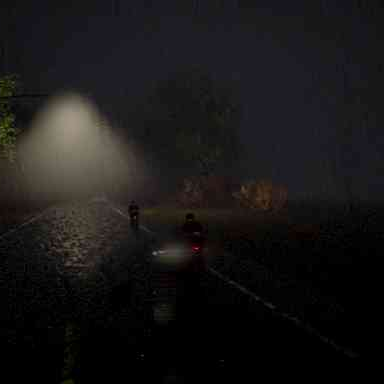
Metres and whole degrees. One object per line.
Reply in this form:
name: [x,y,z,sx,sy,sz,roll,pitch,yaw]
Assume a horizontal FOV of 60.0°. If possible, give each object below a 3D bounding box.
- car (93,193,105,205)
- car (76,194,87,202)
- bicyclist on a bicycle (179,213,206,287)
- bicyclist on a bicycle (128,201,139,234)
car: [-14.562,1.256,52.130,1.895,1.301,4.718,-1,1,-16]
car: [-22.394,1.190,67.448,1.812,1.442,4.674,-1,1,-14]
bicyclist on a bicycle: [0.007,1.328,7.957,0.582,1.620,1.656,-1,1,-19]
bicyclist on a bicycle: [-2.897,1.272,16.622,0.582,1.620,1.656,-1,1,-18]
